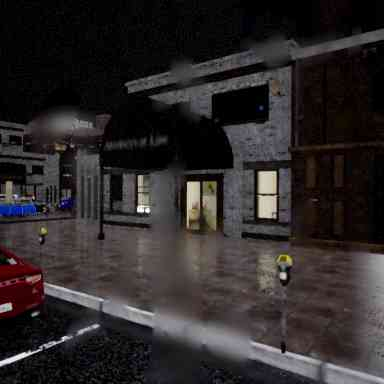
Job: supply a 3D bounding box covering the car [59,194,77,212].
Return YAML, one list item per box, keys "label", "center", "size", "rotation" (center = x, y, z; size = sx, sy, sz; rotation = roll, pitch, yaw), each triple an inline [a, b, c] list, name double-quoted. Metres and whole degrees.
- label: "car"
  center: [-13.906, 1.284, 41.228]
  size: [2.150, 2.045, 5.566]
  rotation: [0, 0, 36]

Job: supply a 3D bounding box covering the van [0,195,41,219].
- label: "van"
  center: [-15.623, 1.413, 28.713]
  size: [1.690, 1.788, 3.998]
  rotation: [0, 0, 35]

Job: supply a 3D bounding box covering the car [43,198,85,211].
- label: "car"
  center: [-16.227, 1.569, 42.442]
  size: [1.752, 1.417, 4.829]
  rotation: [0, 0, 35]

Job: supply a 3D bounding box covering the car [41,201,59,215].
- label: "car"
  center: [-16.111, 1.554, 32.547]
  size: [2.128, 1.511, 4.902]
  rotation: [1, 0, 35]

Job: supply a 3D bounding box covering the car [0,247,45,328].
- label: "car"
  center: [-4.531, 1.544, 6.099]
  size: [4.507, 1.381, 1.887]
  rotation: [0, 0, 35]
